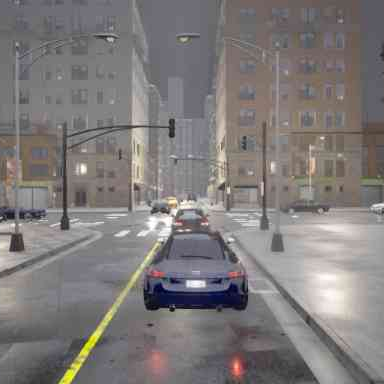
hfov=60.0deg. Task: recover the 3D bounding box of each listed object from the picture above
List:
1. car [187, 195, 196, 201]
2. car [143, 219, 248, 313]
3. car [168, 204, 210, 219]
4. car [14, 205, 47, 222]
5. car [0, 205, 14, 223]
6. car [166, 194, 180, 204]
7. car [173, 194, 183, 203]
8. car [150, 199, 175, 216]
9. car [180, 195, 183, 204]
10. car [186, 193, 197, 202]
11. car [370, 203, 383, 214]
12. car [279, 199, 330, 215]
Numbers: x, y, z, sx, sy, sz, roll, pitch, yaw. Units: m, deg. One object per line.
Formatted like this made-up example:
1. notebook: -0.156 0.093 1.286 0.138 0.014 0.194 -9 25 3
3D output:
1. car: -0.109 1.605 86.680 2.128 1.511 4.902 0 0 0
2. car: 0.084 1.566 7.781 1.994 1.385 4.181 0 0 0
3. car: -0.087 1.530 16.524 1.812 1.442 4.674 0 0 -2
4. car: -14.152 1.655 26.434 4.718 1.301 1.895 0 0 0
5. car: -15.222 1.621 23.179 4.181 1.385 1.994 0 0 0
6. car: -3.088 1.510 48.195 1.882 1.535 5.008 0 0 0
7. car: -3.072 1.422 74.454 2.097 1.767 4.553 0 0 0
8. car: -3.061 1.614 33.295 1.895 1.301 4.718 0 0 0
9. car: -3.092 1.599 62.347 2.033 1.411 5.357 0 0 1
10. car: -0.075 1.294 76.291 2.150 2.045 5.566 0 0 0
11. car: 20.421 1.447 33.346 4.674 1.442 1.812 0 0 -1
12. car: 11.158 1.458 33.293 4.892 1.490 1.837 0 0 0
